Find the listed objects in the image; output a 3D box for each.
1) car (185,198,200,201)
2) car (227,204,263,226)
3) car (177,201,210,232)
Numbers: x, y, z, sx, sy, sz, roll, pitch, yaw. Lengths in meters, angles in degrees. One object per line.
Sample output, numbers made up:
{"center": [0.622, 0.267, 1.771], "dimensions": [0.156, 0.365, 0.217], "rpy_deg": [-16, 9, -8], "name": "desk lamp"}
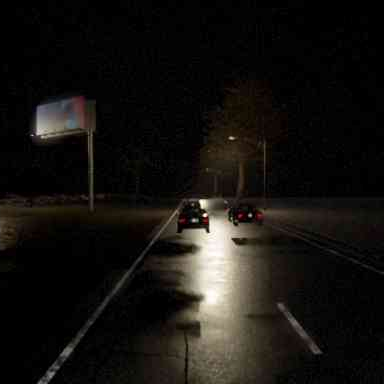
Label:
{"center": [0.099, 1.443, 41.375], "dimensions": [1.994, 1.385, 4.181], "rpy_deg": [0, 0, 0], "name": "car"}
{"center": [3.600, 1.508, 23.088], "dimensions": [2.033, 1.411, 5.357], "rpy_deg": [0, 0, 0], "name": "car"}
{"center": [0.100, 1.517, 19.679], "dimensions": [2.033, 1.411, 5.357], "rpy_deg": [0, 0, 0], "name": "car"}
